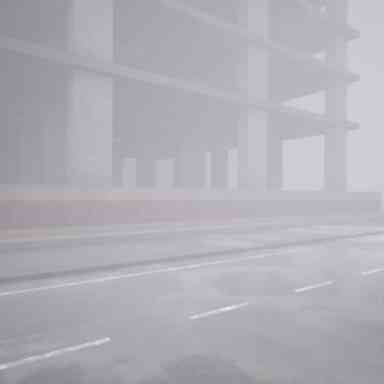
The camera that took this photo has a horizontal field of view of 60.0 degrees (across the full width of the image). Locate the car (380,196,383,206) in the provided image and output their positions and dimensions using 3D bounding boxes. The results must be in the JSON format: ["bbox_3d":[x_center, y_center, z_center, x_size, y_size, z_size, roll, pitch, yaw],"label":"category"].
[{"bbox_3d":[36.853,2.029,65.828,3.806,1.475,1.970,1,0,-35],"label":"car"}]
